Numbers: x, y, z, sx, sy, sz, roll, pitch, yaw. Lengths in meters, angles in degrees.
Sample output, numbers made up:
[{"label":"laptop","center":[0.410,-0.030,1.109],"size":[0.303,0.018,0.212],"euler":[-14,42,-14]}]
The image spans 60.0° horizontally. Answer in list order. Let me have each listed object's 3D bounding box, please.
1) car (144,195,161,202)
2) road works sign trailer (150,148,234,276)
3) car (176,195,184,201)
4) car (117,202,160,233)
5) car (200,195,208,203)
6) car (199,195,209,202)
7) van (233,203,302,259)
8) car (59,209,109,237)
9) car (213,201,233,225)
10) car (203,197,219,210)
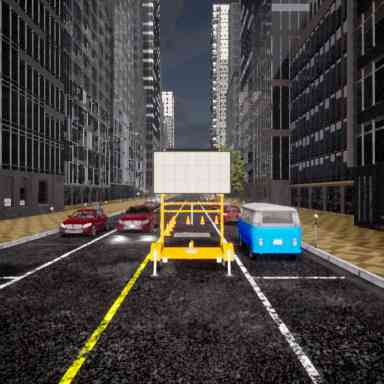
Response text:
[{"label":"car","center":[-5.675,1.538,46.448],"size":[2.008,1.369,4.403],"euler":[0,0,0]},{"label":"road works sign trailer","center":[0.003,0.462,10.307],"size":[2.380,3.560,2.880],"euler":[0,0,0]},{"label":"car","center":[-2.974,1.481,80.793],"size":[2.033,1.411,5.357],"euler":[0,0,0]},{"label":"car","center":[-3.093,1.521,19.565],"size":[1.812,1.442,4.674],"euler":[0,0,0]},{"label":"car","center":[2.708,1.532,52.134],"size":[2.008,1.369,4.403],"euler":[0,0,0]},{"label":"car","center":[2.716,1.384,74.904],"size":[1.967,1.590,4.097],"euler":[0,0,0]},{"label":"van","center":[2.694,1.338,12.287],"size":[1.690,1.788,3.998],"euler":[0,0,0]},{"label":"car","center":[-5.685,1.578,17.985],"size":[1.802,1.307,4.206],"euler":[0,0,0]},{"label":"car","center":[2.698,1.576,23.671],"size":[1.802,1.307,4.206],"euler":[0,0,0]},{"label":"car","center":[2.704,1.572,40.749],"size":[1.802,1.307,4.206],"euler":[0,0,0]}]
